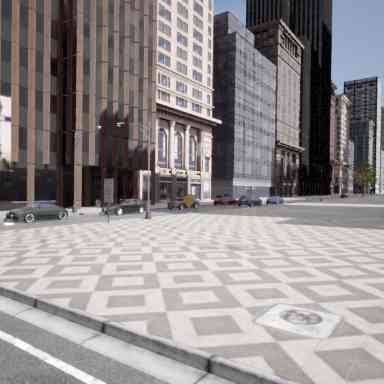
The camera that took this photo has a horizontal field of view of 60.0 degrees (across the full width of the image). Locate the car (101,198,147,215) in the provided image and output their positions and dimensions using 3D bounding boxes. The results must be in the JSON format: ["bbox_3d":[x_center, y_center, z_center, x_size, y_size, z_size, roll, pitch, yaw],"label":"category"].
[{"bbox_3d":[-6.452,1.377,32.002,1.837,1.490,4.892,1,1,35],"label":"car"}]

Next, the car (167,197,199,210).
[{"bbox_3d":[-1.005,1.340,39.694,1.837,1.490,4.892,1,1,35],"label":"car"}]

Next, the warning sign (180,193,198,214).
[{"bbox_3d":[-0.259,1.077,30.681,1.300,1.860,1.060,1,1,35],"label":"warning sign"}]

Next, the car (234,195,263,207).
[{"bbox_3d":[8.347,1.193,47.464,2.097,1.767,4.553,1,1,36],"label":"car"}]

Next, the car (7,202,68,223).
[{"bbox_3d":[-11.464,1.470,24.925,1.994,1.385,4.181,1,1,35],"label":"car"}]

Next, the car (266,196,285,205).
[{"bbox_3d":[13.947,1.363,55.469,1.994,1.385,4.181,1,1,35],"label":"car"}]

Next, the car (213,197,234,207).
[{"bbox_3d":[4.953,1.395,48.049,1.895,1.301,4.718,1,1,36],"label":"car"}]
